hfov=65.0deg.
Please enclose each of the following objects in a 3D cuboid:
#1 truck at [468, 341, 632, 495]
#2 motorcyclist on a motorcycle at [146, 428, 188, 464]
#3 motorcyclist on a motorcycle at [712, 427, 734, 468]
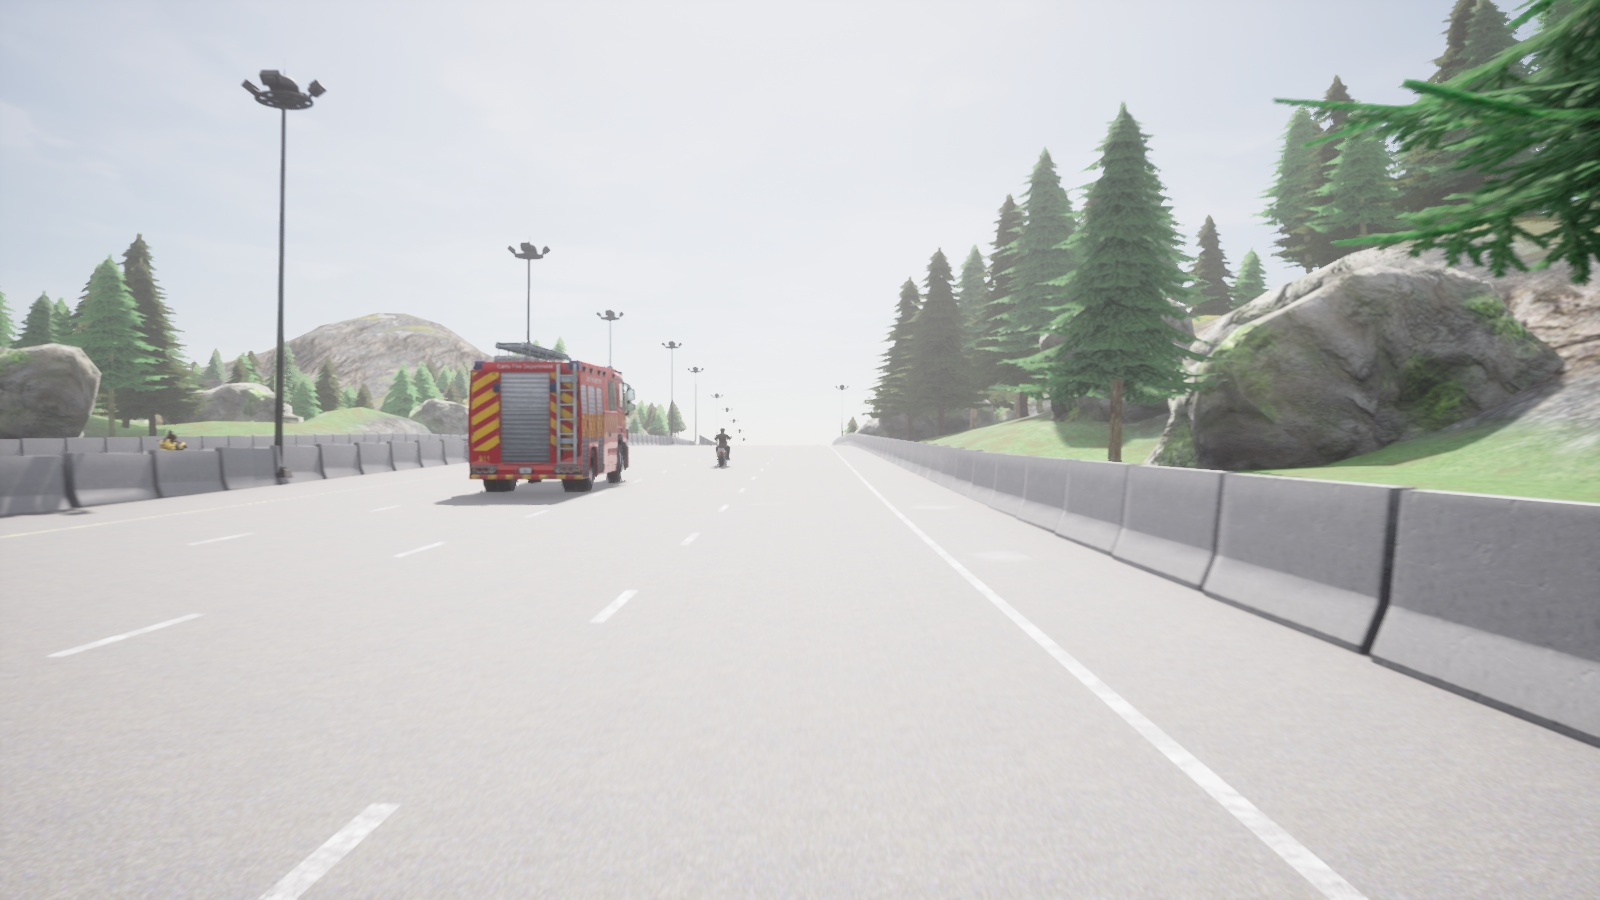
[{"bbox_3d":[-6.782,-0.892,35.430,2.891,3.827,8.468,0,1,0],"label":"truck"},{"bbox_3d":[-27.672,-0.180,54.951,0.797,1.523,2.044,0,1,0],"label":"motorcyclist on a motorcycle"},{"bbox_3d":[-3.188,-0.132,52.054,0.766,1.649,2.350,0,1,0],"label":"motorcyclist on a motorcycle"}]
